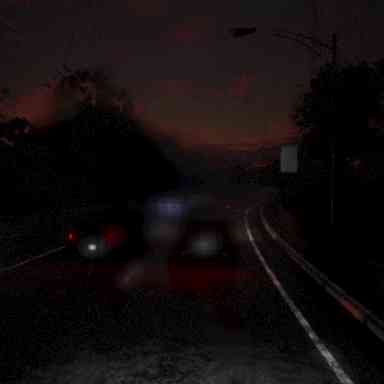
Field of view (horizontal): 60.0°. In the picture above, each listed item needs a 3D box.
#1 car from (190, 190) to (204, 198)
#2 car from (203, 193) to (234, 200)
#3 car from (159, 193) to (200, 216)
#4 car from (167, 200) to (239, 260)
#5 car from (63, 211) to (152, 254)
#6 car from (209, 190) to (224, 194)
[{"bbox_3d":[0.735,0.405,59.976,1.994,1.385,4.181,0,1,18],"label":"car"},{"bbox_3d":[2.411,1.086,25.031,2.033,1.411,5.357,0,1,12],"label":"car"},{"bbox_3d":[-1.046,1.072,25.582,2.033,1.411,5.357,0,1,11],"label":"car"},{"bbox_3d":[0.586,1.263,11.570,1.882,1.535,5.008,0,1,6],"label":"car"},{"bbox_3d":[-2.837,1.368,12.448,1.895,1.301,4.718,0,1,6],"label":"car"},{"bbox_3d":[4.442,0.332,60.073,2.128,1.511,4.902,0,1,18],"label":"car"}]
